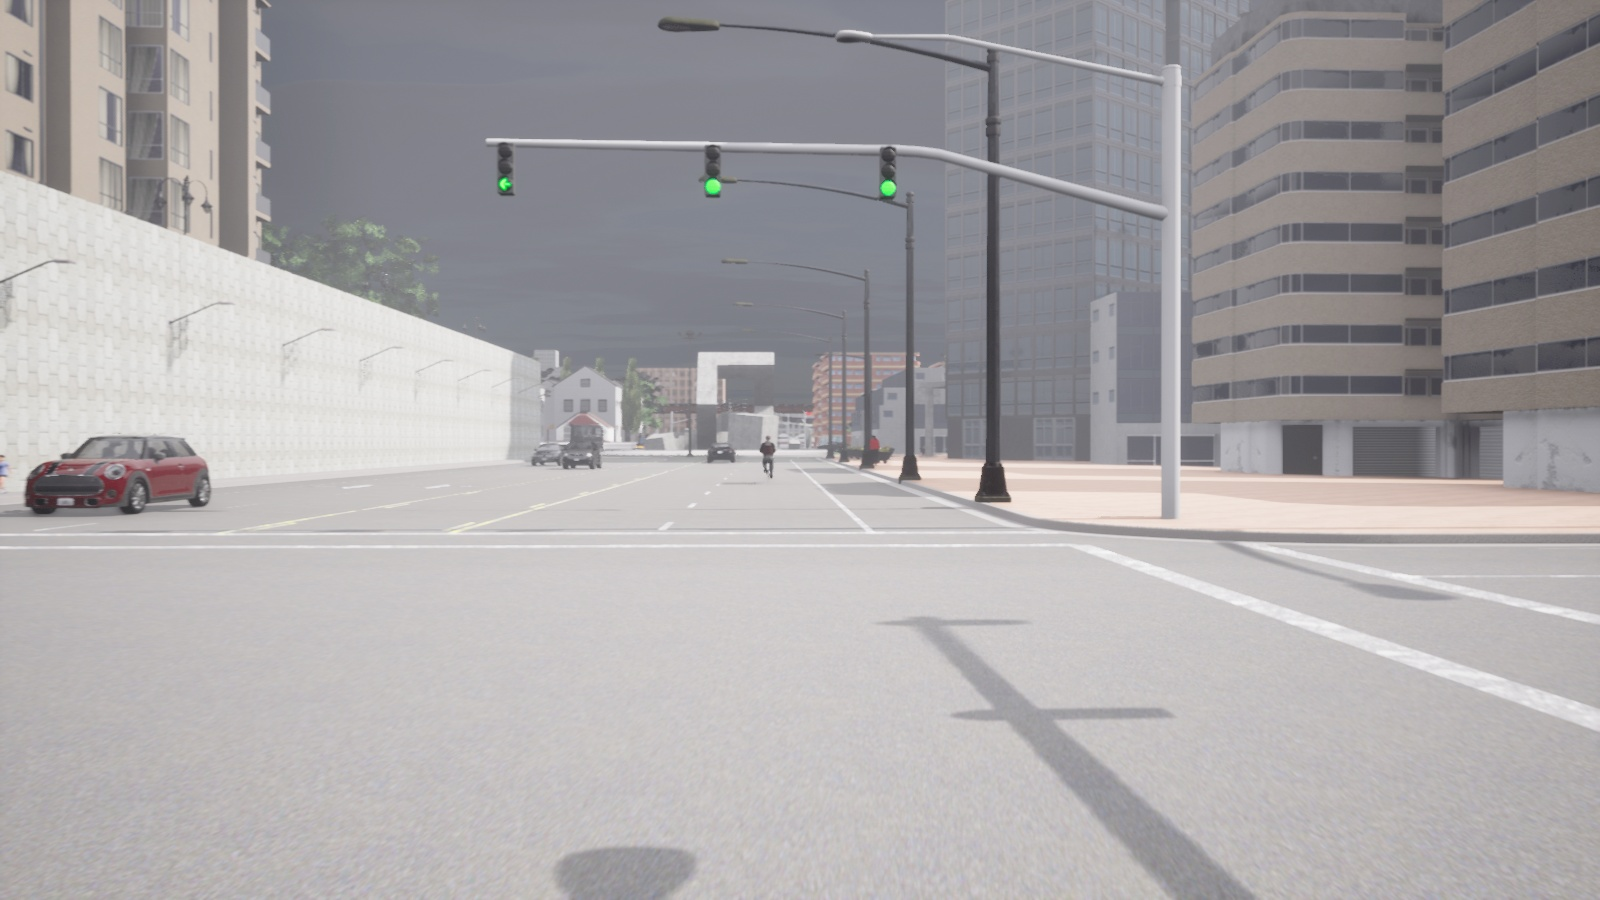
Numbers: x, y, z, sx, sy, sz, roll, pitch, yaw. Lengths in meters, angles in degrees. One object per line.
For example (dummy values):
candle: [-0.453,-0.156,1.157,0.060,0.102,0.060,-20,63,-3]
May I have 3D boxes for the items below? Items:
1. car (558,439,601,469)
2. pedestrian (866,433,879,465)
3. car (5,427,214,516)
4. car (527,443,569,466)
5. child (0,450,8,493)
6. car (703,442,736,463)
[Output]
car: [-12.335,0.190,70.449,1.851,1.617,3.988,0,0,-1]
pedestrian: [4.197,-0.039,72.550,0.634,1.844,0.899,0,0,-4]
car: [-14.774,0.413,27.224,2.097,1.767,4.553,0,0,-1]
car: [-16.080,0.250,80.364,1.812,1.442,4.674,0,0,-1]
child: [-20.662,0.548,32.373,0.255,1.110,0.394,0,0,-3]
car: [-5.863,0.169,92.004,2.163,1.488,4.792,0,0,-1]
